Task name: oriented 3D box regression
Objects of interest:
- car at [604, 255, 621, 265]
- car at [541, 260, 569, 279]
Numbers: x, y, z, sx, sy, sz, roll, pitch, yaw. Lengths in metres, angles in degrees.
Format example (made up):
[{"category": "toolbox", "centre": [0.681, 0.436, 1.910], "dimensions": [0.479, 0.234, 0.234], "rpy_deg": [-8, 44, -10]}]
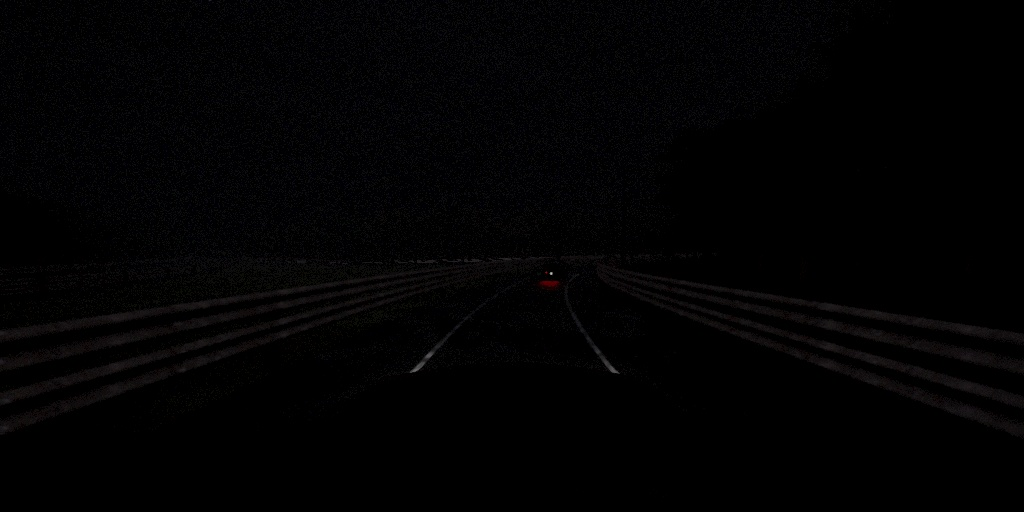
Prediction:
[{"category": "car", "centre": [16.973, 0.533, 59.813], "dimensions": [2.097, 1.767, 4.553], "rpy_deg": [0, 1, 33]}, {"category": "car", "centre": [3.625, 1.050, 30.013], "dimensions": [1.837, 1.490, 4.892], "rpy_deg": [0, 1, 14]}]
